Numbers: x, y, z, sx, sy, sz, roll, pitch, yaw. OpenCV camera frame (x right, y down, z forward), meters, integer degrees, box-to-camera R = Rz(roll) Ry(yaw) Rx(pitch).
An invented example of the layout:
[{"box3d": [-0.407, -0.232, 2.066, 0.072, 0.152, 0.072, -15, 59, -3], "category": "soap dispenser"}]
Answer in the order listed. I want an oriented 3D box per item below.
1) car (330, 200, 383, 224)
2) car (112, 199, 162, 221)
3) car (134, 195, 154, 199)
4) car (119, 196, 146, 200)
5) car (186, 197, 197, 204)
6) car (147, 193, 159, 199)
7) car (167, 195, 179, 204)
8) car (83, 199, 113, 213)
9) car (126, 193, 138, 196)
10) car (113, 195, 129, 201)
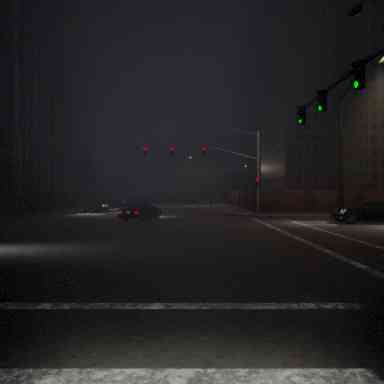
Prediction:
[{"box3d": [12.368, 1.352, 23.875, 4.553, 1.767, 2.097, 0, 0, 0], "category": "car"}, {"box3d": [-4.105, 1.547, 26.863, 2.033, 1.411, 5.357, 0, 0, 14], "category": "car"}, {"box3d": [-7.185, 1.525, 49.629, 1.812, 1.442, 4.674, 0, 0, 0], "category": "car"}, {"box3d": [-7.156, 1.526, 40.535, 1.812, 1.442, 4.674, 0, 0, -1], "category": "car"}, {"box3d": [-0.124, 1.564, 64.935, 1.994, 1.385, 4.181, 0, 0, 0], "category": "car"}, {"box3d": [-7.158, 1.221, 60.156, 2.150, 2.045, 5.566, 0, 0, 1], "category": "car"}, {"box3d": [-3.624, 1.352, 64.898, 2.097, 1.767, 4.553, 0, 0, 0], "category": "car"}, {"box3d": [-10.707, 1.547, 37.542, 2.033, 1.411, 5.357, 0, 0, -3], "category": "car"}, {"box3d": [-10.669, 1.221, 58.307, 2.150, 2.045, 5.566, 0, 0, 0], "category": "car"}, {"box3d": [-10.687, 1.547, 47.617, 2.033, 1.411, 5.357, 0, 0, 0], "category": "car"}]
